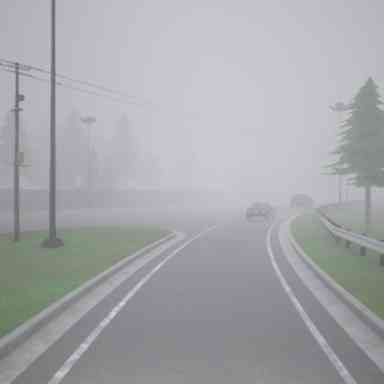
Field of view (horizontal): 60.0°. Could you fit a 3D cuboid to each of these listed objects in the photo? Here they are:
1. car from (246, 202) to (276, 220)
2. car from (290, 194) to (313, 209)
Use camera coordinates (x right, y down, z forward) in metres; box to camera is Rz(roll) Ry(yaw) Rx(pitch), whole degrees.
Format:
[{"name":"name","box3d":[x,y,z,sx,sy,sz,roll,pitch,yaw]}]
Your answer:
[{"name":"car","box3d":[6.039,1.572,28.791,2.033,1.411,5.357,0,0,23]},{"name":"car","box3d":[15.138,1.276,45.828,2.150,2.045,5.566,0,0,31]}]
